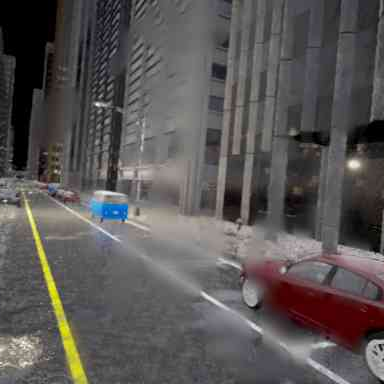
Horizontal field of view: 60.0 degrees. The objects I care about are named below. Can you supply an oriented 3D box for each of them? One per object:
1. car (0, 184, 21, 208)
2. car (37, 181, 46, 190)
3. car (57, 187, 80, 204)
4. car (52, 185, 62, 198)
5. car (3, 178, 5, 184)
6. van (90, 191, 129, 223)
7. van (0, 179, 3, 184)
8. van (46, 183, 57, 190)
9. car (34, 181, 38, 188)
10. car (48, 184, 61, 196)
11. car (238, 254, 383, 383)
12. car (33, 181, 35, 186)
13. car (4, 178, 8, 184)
[{"bbox_3d":[-14.252,0.379,25.599,1.994,1.385,4.181,5,0,-28],"label":"car"},{"bbox_3d":[-31.238,-1.080,70.695,1.887,1.381,4.507,4,0,-28],"label":"car"},{"bbox_3d":[-13.030,0.477,35.694,1.802,1.307,4.206,4,0,-28],"label":"car"},{"bbox_3d":[-15.631,0.260,40.694,1.802,1.307,4.206,4,0,-28],"label":"car"},{"bbox_3d":[-33.567,-1.241,56.747,1.887,1.381,4.507,4,0,-28],"label":"car"},{"bbox_3d":[-5.207,0.886,20.692,1.690,1.788,3.998,4,0,-28],"label":"van"},{"bbox_3d":[-30.950,-1.226,51.746,1.690,1.788,3.998,4,0,-28],"label":"van"},{"bbox_3d":[-20.816,-0.414,50.694,1.690,1.788,3.998,4,0,-28],"label":"van"},{"bbox_3d":[-36.441,-1.511,80.696,2.008,1.369,4.403,4,0,-28],"label":"car"},{"bbox_3d":[-18.232,0.027,45.694,1.947,1.339,4.313,4,0,-28],"label":"car"},{"bbox_3d":[2.582,1.739,5.692,1.887,1.381,4.507,4,0,-28],"label":"car"},{"bbox_3d":[-39.043,-1.715,85.696,1.947,1.339,4.313,4,0,-28],"label":"car"},{"bbox_3d":[-38.772,-1.654,66.747,1.947,1.339,4.313,4,0,-28],"label":"car"}]
